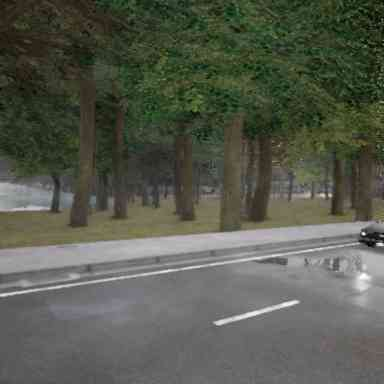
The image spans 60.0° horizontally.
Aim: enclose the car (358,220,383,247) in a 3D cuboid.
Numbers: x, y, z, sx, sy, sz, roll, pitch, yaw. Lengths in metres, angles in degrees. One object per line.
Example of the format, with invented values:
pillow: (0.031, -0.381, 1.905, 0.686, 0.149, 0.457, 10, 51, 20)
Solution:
car: (8.879, 1.494, 13.292, 5.357, 1.411, 2.033, 1, 1, -34)
